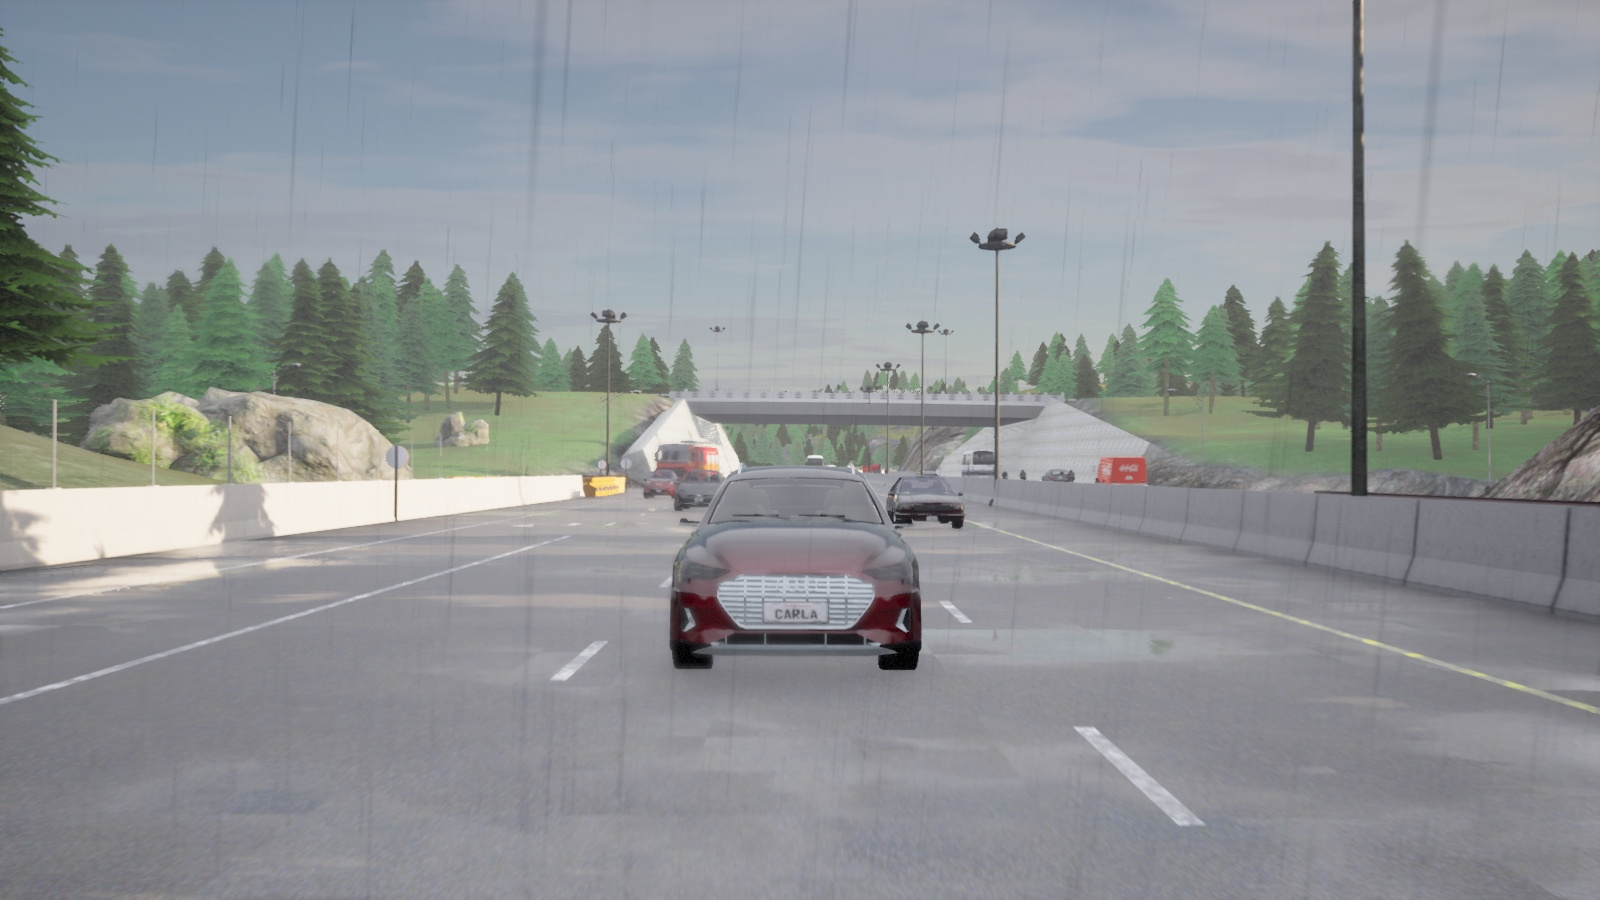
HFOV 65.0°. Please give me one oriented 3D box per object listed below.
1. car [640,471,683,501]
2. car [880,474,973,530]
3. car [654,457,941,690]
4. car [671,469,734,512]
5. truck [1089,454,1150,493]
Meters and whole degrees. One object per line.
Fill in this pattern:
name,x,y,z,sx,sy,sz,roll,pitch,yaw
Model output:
car,-7.157,1.858,65.342,1.845,1.501,3.633,0,-1,0
car,3.416,1.384,34.970,2.033,1.411,5.357,0,-1,0
car,-0.028,0.918,11.354,2.033,1.649,4.856,0,-1,0
car,-3.614,1.498,47.121,2.007,1.525,4.514,0,-1,0
truck,20.800,1.505,82.065,2.627,2.467,5.204,0,-1,0
